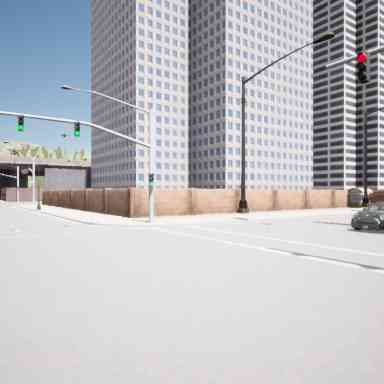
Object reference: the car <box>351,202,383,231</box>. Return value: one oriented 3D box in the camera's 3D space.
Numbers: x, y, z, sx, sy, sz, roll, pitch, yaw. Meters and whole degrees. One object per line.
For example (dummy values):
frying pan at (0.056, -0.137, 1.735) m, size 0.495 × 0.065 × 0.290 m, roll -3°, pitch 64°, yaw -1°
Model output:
car at (11.373, 1.352, 19.545) m, size 4.553 × 1.767 × 2.097 m, roll 0°, pitch 0°, yaw -35°
